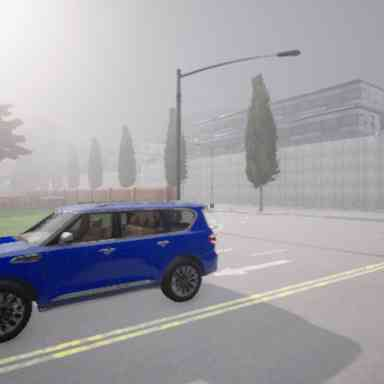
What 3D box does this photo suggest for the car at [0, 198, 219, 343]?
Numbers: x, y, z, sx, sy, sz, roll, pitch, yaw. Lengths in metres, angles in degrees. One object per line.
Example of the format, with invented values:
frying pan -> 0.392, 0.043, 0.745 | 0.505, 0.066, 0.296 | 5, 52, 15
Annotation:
car -> -2.000, 1.227, 6.771 | 5.566, 2.045, 2.150 | 0, 0, -35

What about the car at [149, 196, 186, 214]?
car -> -2.808, 1.386, 37.218 | 2.097, 1.767, 4.553 | 0, 0, -36

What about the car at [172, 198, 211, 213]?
car -> -0.178, 1.531, 39.557 | 2.128, 1.511, 4.902 | 0, 0, -36
